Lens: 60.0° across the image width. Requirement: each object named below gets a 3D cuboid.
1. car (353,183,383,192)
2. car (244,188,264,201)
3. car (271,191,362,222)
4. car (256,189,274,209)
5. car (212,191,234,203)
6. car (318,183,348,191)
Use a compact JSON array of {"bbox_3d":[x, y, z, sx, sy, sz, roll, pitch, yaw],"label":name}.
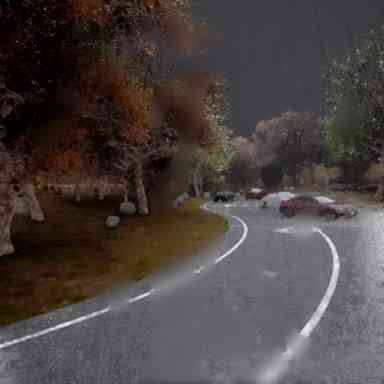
[{"bbox_3d":[27.324,-0.667,50.789,4.718,1.301,1.895,-1,2,11],"label":"car"},{"bbox_3d":[7.984,0.234,40.987,1.882,1.535,5.008,-2,1,29],"label":"car"},{"bbox_3d":[7.381,0.885,20.019,1.812,1.442,4.674,-3,2,-36],"label":"car"},{"bbox_3d":[7.287,0.700,26.835,1.812,1.442,4.674,-3,1,-17],"label":"car"},{"bbox_3d":[3.678,0.579,38.859,1.895,1.301,4.718,-2,2,16],"label":"car"},{"bbox_3d":[22.932,-0.715,54.186,4.674,1.442,1.812,-1,1,-1],"label":"car"}]
